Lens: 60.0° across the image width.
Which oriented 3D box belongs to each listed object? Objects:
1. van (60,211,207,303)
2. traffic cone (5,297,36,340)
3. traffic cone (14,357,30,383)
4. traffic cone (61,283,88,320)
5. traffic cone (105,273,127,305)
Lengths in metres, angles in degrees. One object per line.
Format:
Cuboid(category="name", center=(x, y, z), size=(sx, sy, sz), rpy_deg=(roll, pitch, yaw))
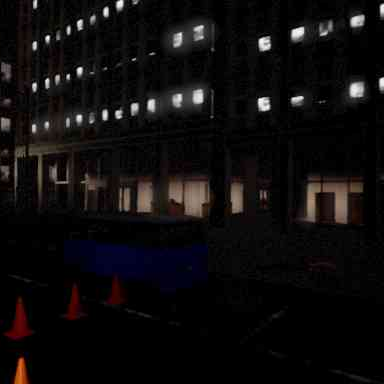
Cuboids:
Cuboid(category="van", center=(-1.558, 1.393, 8.135), size=(3.998, 1.788, 1.690), rpy_deg=(0, 0, 36))
Cuboid(category="traffic cone", center=(-2.763, 1.986, 5.354), size=(0.340, 0.580, 0.340), rpy_deg=(0, 0, 36))
Cuboid(category="traffic cone", center=(-1.729, 1.976, 3.371), size=(0.340, 0.580, 0.340), rpy_deg=(0, 0, 36))
Cuboid(category="traffic cone", center=(-2.177, 1.993, 6.164), size=(0.340, 0.580, 0.340), rpy_deg=(0, 0, 36))
Cuboid(category="traffic cone", center=(-1.590, 1.999, 6.973), size=(0.340, 0.580, 0.340), rpy_deg=(0, 0, 36))
